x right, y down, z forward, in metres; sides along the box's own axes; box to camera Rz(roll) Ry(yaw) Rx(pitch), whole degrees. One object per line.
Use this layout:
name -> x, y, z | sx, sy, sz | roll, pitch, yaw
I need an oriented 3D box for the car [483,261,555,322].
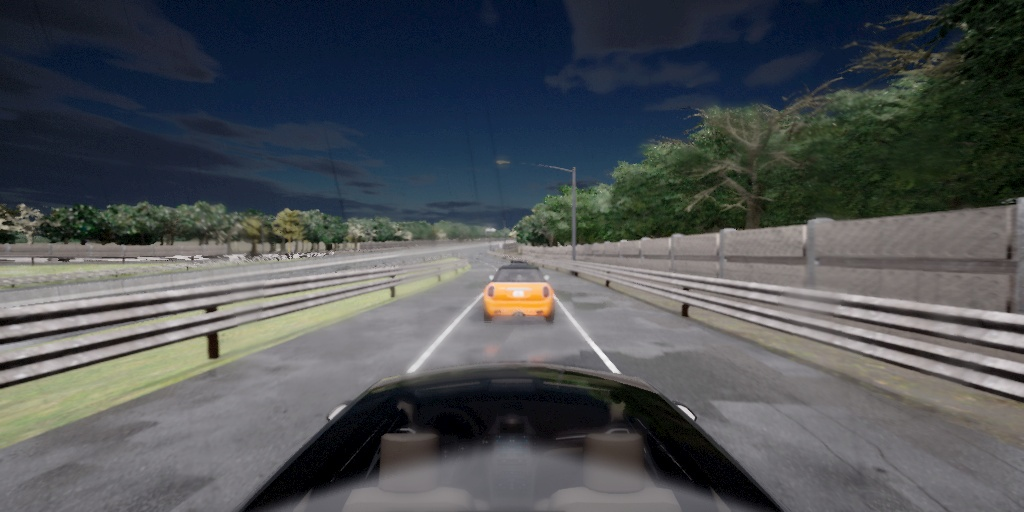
car -> 0.247, 1.056, 12.196 | 2.097, 1.767, 4.553 | 0, 0, 1
